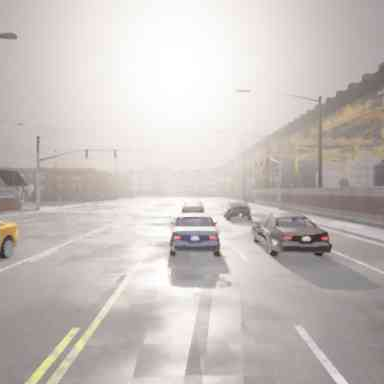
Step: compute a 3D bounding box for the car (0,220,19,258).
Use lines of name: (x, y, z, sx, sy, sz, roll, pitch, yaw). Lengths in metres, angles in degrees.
car: (-7.075, 1.449, 9.713, 1.882, 1.535, 5.008, 0, 0, 1)

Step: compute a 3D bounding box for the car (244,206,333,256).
car: (3.595, 1.510, 12.968, 2.033, 1.411, 5.357, 0, 0, 0)

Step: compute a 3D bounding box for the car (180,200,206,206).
car: (0.087, 1.413, 27.180, 2.128, 1.511, 4.902, 0, 0, 0)

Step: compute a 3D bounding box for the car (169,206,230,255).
car: (0.096, 1.509, 13.088, 2.033, 1.411, 5.357, 0, 0, 0)

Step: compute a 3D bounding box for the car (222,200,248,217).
car: (3.593, 1.427, 26.986, 1.837, 1.490, 4.892, 0, 0, 0)
